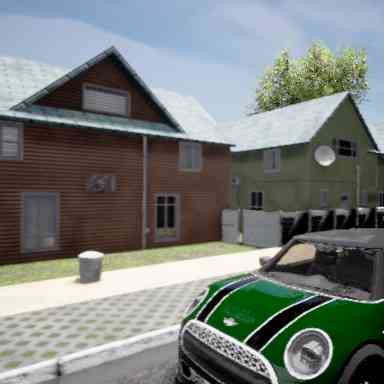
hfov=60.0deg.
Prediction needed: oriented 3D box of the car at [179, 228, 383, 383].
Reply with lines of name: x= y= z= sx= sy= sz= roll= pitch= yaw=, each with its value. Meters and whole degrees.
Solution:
car: x=2.044 y=1.359 z=4.532 sx=4.553 sy=1.767 sz=2.097 roll=0 pitch=0 yaw=-36
